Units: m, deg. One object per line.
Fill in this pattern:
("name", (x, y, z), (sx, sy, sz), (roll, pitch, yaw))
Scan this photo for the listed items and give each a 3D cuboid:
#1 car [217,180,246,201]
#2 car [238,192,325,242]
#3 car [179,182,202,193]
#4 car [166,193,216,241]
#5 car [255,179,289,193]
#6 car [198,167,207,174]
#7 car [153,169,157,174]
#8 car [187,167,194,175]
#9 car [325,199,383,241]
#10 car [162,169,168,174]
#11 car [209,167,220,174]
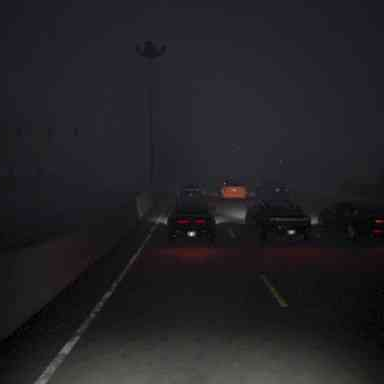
("car", (3.389, -0.290, 28.954), (2.097, 1.767, 4.553), (0, 5, 0))
("car", (3.472, 1.047, 14.061), (2.128, 1.511, 4.902), (0, 3, 0))
("car", (-0.112, -0.163, 28.976), (2.128, 1.511, 4.902), (0, 5, 0))
("car", (-0.028, 1.069, 14.043), (1.837, 1.490, 4.892), (0, 3, 0))
("car", (6.888, -0.291, 28.974), (2.097, 1.767, 4.553), (0, 5, 0))
("car", (3.027, -5.751, 93.423), (1.837, 1.490, 4.892), (0, 5, 0))
("car", (-10.981, -5.797, 94.609), (2.033, 1.411, 5.357), (0, 5, 0))
("car", (-0.454, -5.444, 90.084), (2.033, 1.411, 5.357), (0, 5, 0))
("car", (6.972, 1.065, 14.082), (1.837, 1.490, 4.892), (0, 3, 0))
("car", (-7.480, -5.863, 94.628), (1.882, 1.535, 5.008), (0, 5, 0))
("car", (6.527, -5.895, 93.400), (2.097, 1.767, 4.553), (0, 5, 0))
